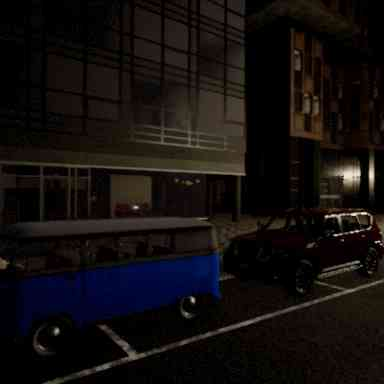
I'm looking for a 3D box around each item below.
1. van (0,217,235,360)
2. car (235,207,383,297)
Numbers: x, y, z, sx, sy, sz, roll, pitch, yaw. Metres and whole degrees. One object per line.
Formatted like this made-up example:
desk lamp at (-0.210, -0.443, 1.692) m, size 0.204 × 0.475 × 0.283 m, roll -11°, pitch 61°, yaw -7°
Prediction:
van at (-1.373, 1.356, 5.672) m, size 3.998 × 1.788 × 1.690 m, roll 0°, pitch 0°, yaw -36°
car at (3.189, 1.370, 8.936) m, size 5.009 × 1.841 × 2.192 m, roll 0°, pitch 0°, yaw -36°
